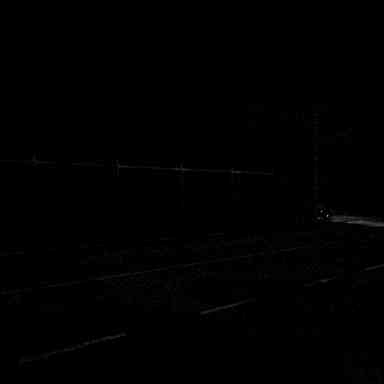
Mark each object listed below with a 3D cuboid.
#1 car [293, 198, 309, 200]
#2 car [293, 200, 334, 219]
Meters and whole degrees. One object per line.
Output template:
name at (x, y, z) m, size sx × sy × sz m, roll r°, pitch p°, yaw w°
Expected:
car at (11.210, 1.407, 33.630) m, size 2.097 × 1.767 × 4.553 m, roll 0°, pitch 0°, yaw -36°
car at (9.959, 1.656, 29.300) m, size 1.895 × 1.301 × 4.718 m, roll 0°, pitch 0°, yaw -34°
